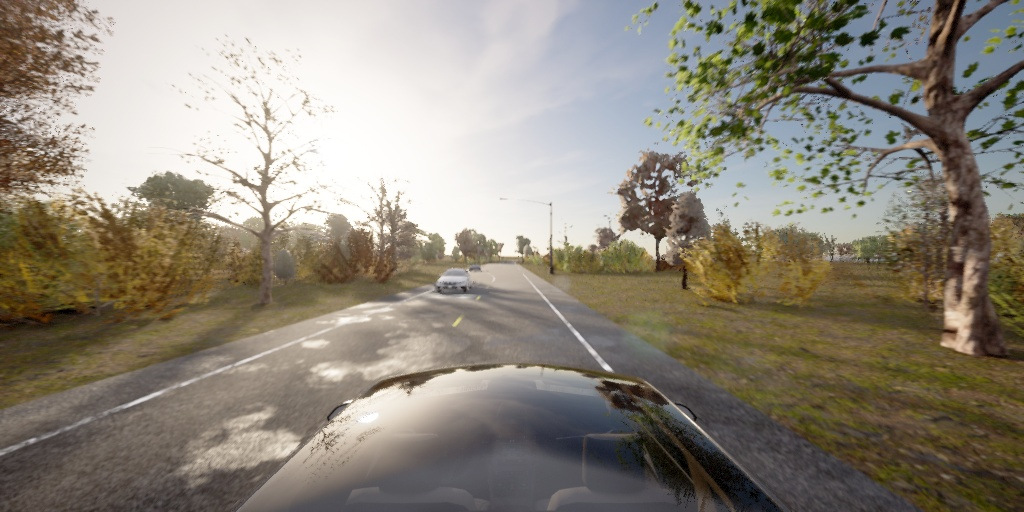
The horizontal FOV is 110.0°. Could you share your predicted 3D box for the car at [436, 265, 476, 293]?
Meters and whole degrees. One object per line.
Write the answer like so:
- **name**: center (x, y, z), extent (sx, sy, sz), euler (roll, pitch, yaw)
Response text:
- **car**: center (-3.652, 1.551, 23.366), extent (1.812, 1.442, 4.674), euler (0, -1, 0)
